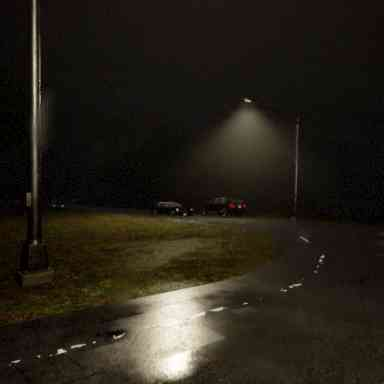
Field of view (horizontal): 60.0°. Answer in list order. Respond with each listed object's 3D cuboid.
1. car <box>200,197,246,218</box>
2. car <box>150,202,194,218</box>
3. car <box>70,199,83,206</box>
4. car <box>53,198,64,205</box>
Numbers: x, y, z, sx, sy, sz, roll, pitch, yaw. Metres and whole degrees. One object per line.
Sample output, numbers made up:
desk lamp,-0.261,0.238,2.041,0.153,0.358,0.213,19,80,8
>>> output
car,3.089,1.562,34.329,2.150,2.045,5.566,4,-3,-35
car,-1.825,1.550,29.104,1.895,1.301,4.718,4,-3,-35
car,-27.060,2.415,77.932,1.837,1.490,4.892,4,-3,-35
car,-29.016,2.101,72.101,1.837,1.490,4.892,3,-3,-27
